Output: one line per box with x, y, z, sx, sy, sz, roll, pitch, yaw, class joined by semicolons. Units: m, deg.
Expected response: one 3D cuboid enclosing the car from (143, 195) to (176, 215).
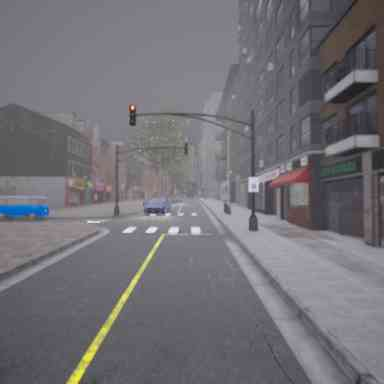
-3.009;1.233;30.295;1.882;1.535;5.008;0;2;6;car

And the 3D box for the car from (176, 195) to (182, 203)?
-2.743;1.233;57.738;1.895;1.301;4.718;0;0;0;car

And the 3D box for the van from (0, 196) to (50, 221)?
-12.922;1.225;25.186;3.998;1.788;1.690;0;-2;0;van
